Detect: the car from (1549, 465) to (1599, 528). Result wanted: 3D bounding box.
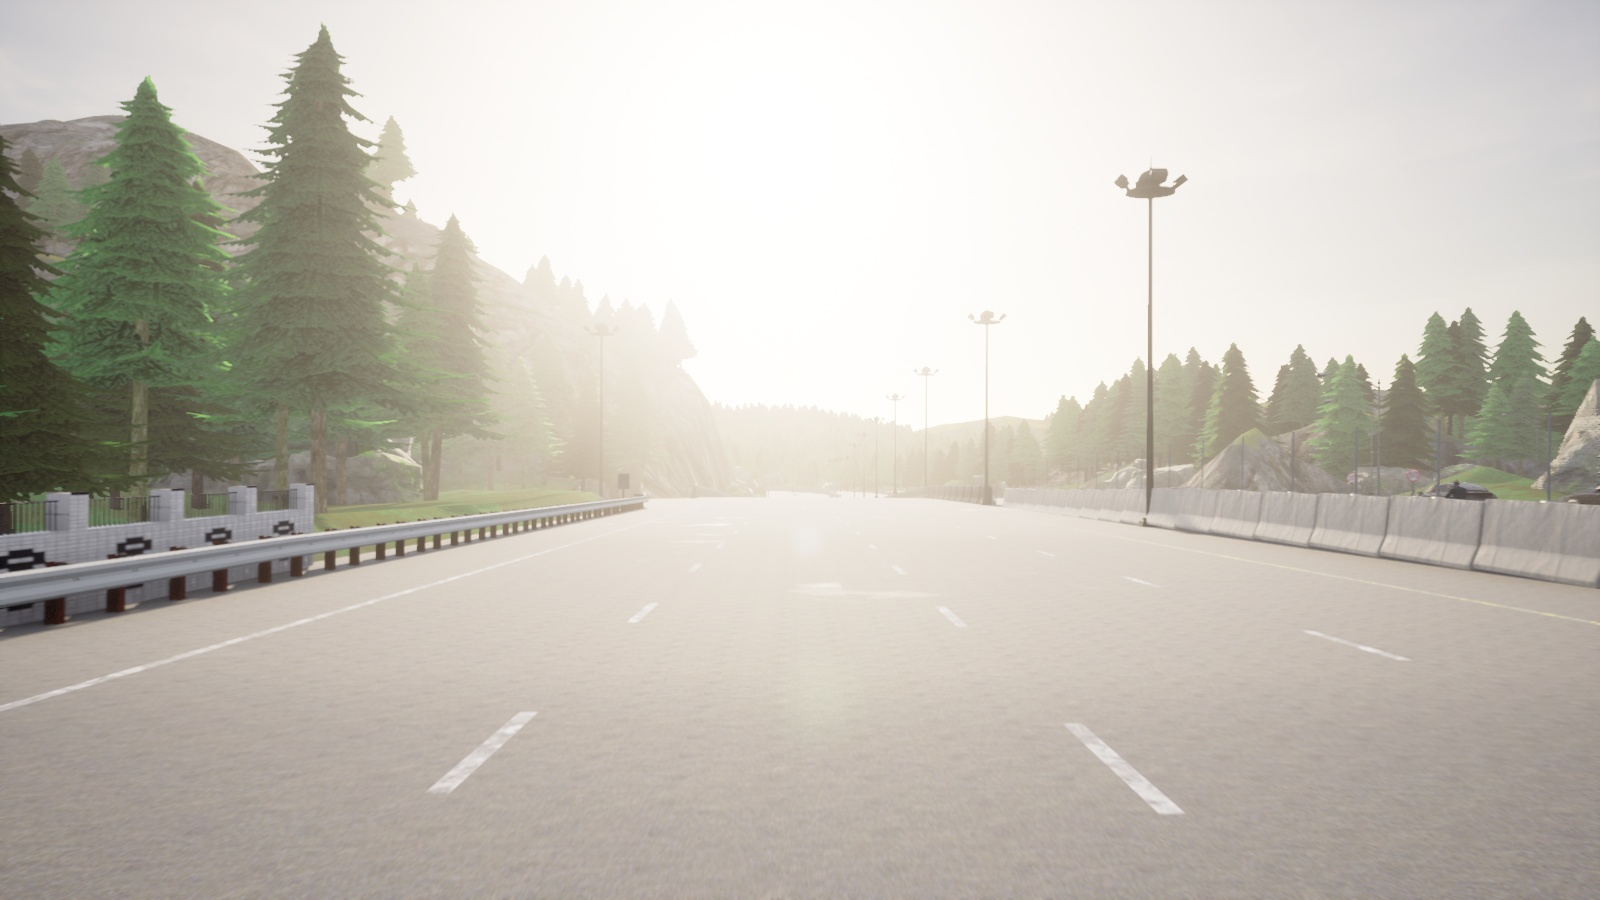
[{"bbox_3d":[24.403,1.365,36.911,1.932,1.855,4.605,0,-1,-1],"label":"car"}]

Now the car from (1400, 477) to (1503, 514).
[{"bbox_3d":[27.845,1.931,53.876,1.837,1.490,4.892,0,-1,0],"label":"car"}]
